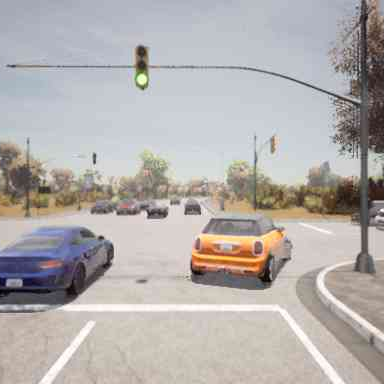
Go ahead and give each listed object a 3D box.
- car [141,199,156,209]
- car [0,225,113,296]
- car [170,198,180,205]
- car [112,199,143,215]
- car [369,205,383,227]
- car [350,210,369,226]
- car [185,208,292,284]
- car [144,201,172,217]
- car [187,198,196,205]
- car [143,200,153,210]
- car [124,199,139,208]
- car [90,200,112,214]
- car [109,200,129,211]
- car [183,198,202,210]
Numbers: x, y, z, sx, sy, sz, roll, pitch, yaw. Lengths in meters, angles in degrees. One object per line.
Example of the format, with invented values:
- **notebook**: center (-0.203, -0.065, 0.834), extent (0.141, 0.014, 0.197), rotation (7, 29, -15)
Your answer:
- **car**: center (-7.062, 1.951, 54.513), extent (1.994, 1.385, 4.181), rotation (0, 0, 0)
- **car**: center (-3.400, 1.588, 8.675), extent (1.812, 1.442, 4.674), rotation (0, 0, 0)
- **car**: center (-3.542, 1.985, 68.994), extent (1.837, 1.490, 4.892), rotation (0, 0, 0)
- **car**: center (-7.094, 1.618, 37.294), extent (2.097, 1.767, 4.553), rotation (0, 0, -1)
- **car**: center (14.454, 1.367, 20.494), extent (5.566, 2.045, 2.150), rotation (0, 0, 3)
- **car**: center (14.070, 1.676, 24.020), extent (4.892, 1.490, 1.837), rotation (0, 0, 3)
- **car**: center (1.683, 1.425, 10.225), extent (2.097, 1.767, 4.553), rotation (0, 0, 23)
- **car**: center (-3.421, 1.843, 33.996), extent (1.895, 1.301, 4.718), rotation (0, 0, 0)
- **car**: center (-0.037, 2.070, 72.875), extent (1.994, 1.385, 4.181), rotation (0, 0, 0)
- **car**: center (-7.093, 1.930, 46.282), extent (1.895, 1.301, 4.718), rotation (0, 0, 1)
- **car**: center (-10.539, 1.977, 58.183), extent (1.994, 1.385, 4.181), rotation (0, 0, 0)
- **car**: center (-10.613, 1.786, 39.556), extent (1.837, 1.490, 4.892), rotation (0, 0, 0)
- **car**: center (-10.561, 1.908, 48.436), extent (1.994, 1.385, 4.181), rotation (0, 0, 2)
- **car**: center (0.074, 1.787, 39.674), extent (1.837, 1.490, 4.892), rotation (0, 0, 0)
